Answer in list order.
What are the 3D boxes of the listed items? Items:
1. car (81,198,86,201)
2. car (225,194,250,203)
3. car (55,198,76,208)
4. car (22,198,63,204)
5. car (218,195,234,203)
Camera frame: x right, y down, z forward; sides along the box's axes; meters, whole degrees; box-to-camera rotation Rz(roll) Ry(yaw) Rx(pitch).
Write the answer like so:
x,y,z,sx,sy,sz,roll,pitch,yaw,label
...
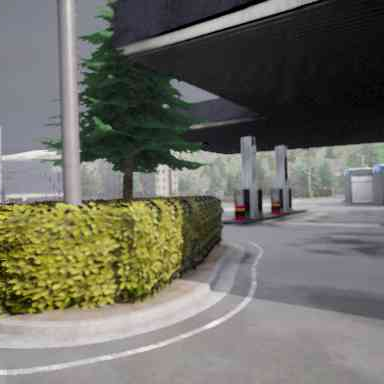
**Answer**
x,y,z,sx,sy,sz,roll,pitch,yaw,label
-23.077,2.108,66.876,4.605,1.855,1.932,-2,0,35,car
9.018,1.328,66.775,4.514,1.523,2.007,-2,0,35,car
-24.432,2.123,64.272,3.866,1.878,1.905,-2,0,35,car
-15.080,1.739,33.950,3.866,1.878,1.905,-2,0,35,car
7.236,1.368,64.193,5.027,1.636,2.152,-2,0,35,car
